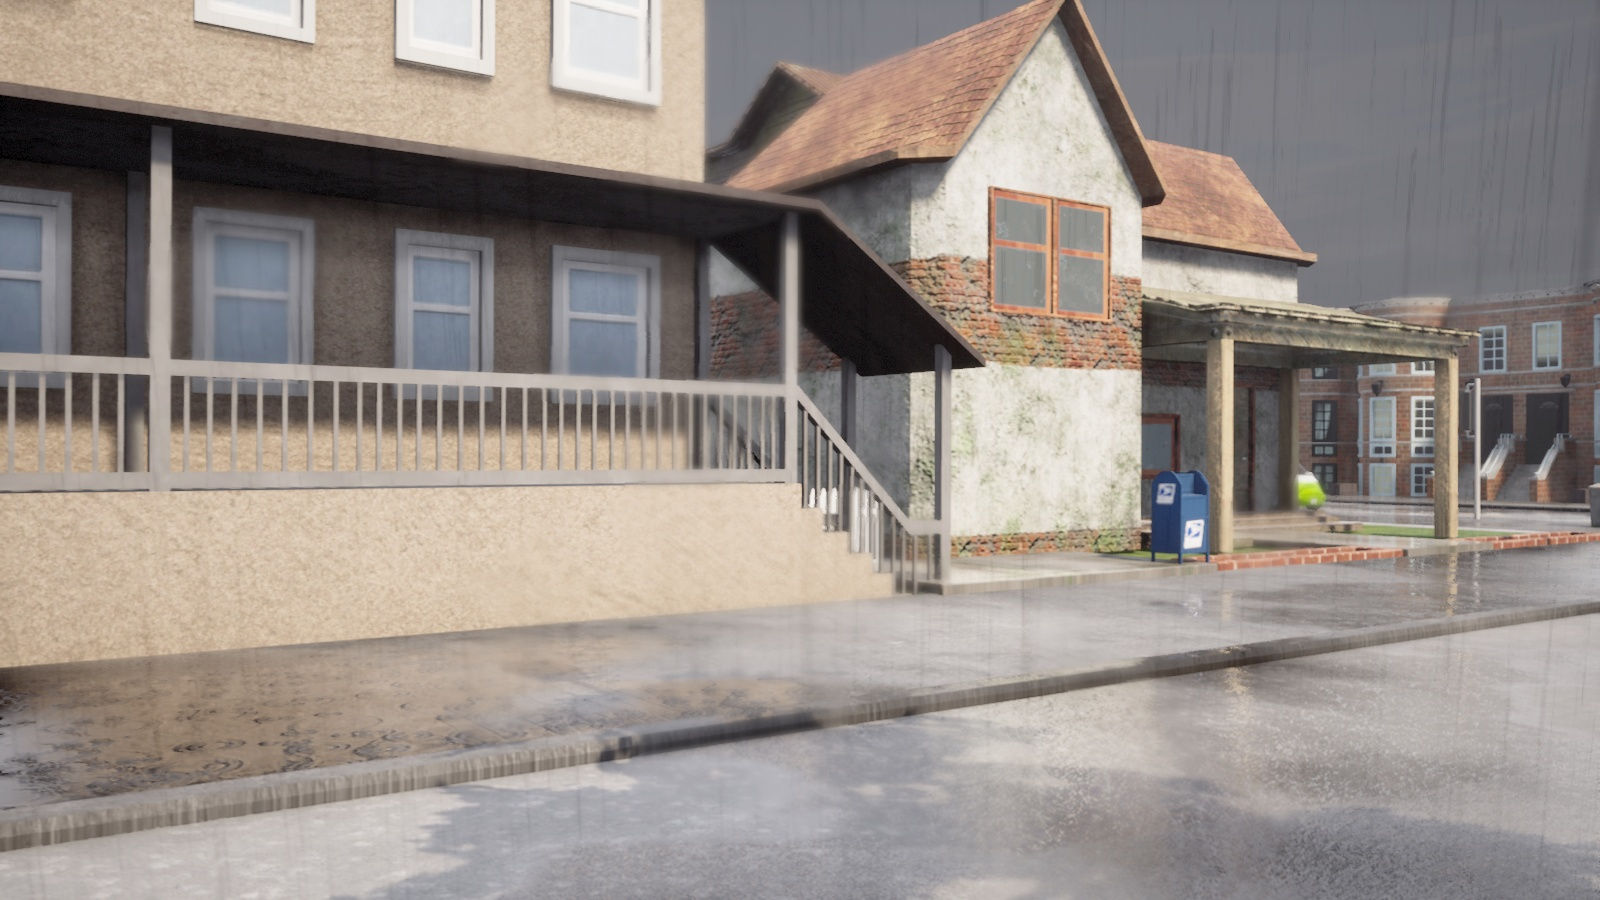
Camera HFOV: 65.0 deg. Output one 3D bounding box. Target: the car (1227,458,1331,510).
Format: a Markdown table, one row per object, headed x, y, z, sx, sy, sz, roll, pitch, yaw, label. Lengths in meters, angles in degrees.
| x | y | z | sx | sy | sz | roll | pitch | yaw | label |
| --- | --- | --- | --- | --- | --- | --- | --- | --- | --- |
| 13.186 | 0.914 | 34.634 | 1.481 | 1.376 | 2.207 | 0 | -1 | -35 | car |
